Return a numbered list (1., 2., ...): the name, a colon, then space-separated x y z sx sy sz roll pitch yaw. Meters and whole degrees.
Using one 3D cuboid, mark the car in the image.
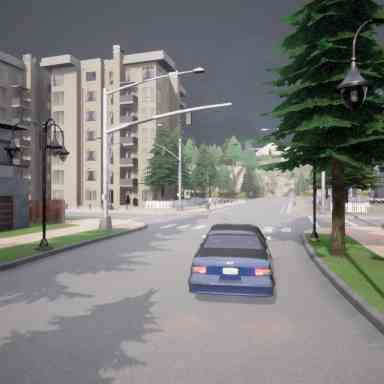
1. car: 1.131 1.547 8.790 2.033 1.411 5.357 0 0 9
